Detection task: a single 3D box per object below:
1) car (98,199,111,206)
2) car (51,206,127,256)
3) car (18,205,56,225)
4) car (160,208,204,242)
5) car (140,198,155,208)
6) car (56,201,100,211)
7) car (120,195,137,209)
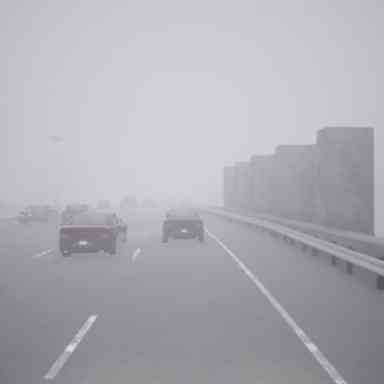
[{"bbox_3d":[-12.840,1.688,48.140,1.882,1.535,5.008,0,0,-15],"label":"car"},{"bbox_3d":[-3.788,1.538,13.473,1.882,1.535,5.008,0,0,-4],"label":"car"},{"bbox_3d":[-11.768,1.686,25.789,2.033,1.411,5.357,0,0,-9],"label":"car"},{"bbox_3d":[-0.556,1.531,16.785,1.882,1.535,5.008,0,0,-5],"label":"car"},{"bbox_3d":[-7.166,1.689,53.710,2.128,1.511,4.902,0,0,-16],"label":"car"},{"bbox_3d":[-8.366,1.623,24.776,1.837,1.490,4.892,1,0,-8],"label":"car"},{"bbox_3d":[-9.543,1.420,49.798,2.150,2.045,5.566,0,0,-16],"label":"car"}]
